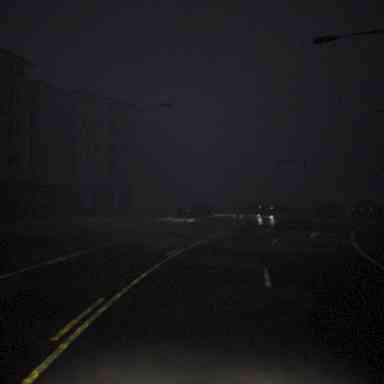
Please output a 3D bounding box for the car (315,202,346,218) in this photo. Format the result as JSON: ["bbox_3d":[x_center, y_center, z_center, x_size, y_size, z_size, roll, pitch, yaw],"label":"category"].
[{"bbox_3d":[14.655,1.837,35.072,2.128,1.511,4.902,0,-1,41],"label":"car"}]

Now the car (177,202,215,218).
[{"bbox_3d":[0.468,1.812,34.386,1.882,1.535,5.008,0,-1,38],"label":"car"}]

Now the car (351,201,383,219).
[{"bbox_3d":[17.279,1.673,32.756,2.097,1.767,4.553,0,-1,41],"label":"car"}]

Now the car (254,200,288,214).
[{"bbox_3d":[9.848,1.799,40.255,2.097,1.767,4.553,0,-1,40],"label":"car"}]

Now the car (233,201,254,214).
[{"bbox_3d":[7.155,1.936,42.490,2.128,1.511,4.902,0,-1,40],"label":"car"}]
